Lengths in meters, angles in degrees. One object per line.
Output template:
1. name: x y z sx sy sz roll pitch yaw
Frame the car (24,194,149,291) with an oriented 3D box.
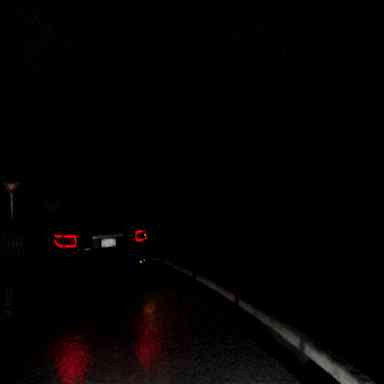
1. car: -3.073 1.072 8.969 2.150 2.045 5.566 0 1 -31
